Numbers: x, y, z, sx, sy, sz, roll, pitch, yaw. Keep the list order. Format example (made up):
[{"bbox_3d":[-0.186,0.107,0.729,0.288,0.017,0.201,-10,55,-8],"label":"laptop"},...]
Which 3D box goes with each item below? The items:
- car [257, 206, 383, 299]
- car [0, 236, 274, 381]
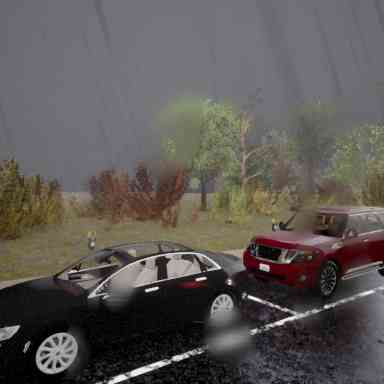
[{"bbox_3d":[3.622,1.317,8.656,5.009,1.841,2.192,0,1,-35],"label":"car"},{"bbox_3d":[-0.987,1.551,5.382,4.403,1.369,2.008,0,1,-35],"label":"car"}]
